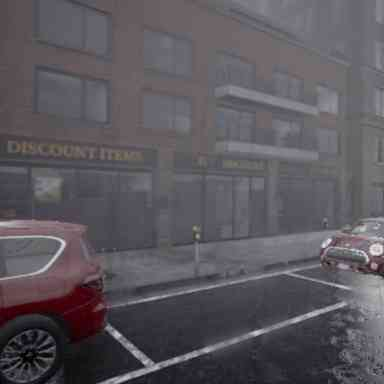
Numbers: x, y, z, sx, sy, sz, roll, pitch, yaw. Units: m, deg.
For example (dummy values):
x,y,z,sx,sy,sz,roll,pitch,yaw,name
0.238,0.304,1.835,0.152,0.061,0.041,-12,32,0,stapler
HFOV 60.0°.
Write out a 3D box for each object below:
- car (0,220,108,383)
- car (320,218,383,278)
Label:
x,y,z,sx,sy,sz,roll,pitch,yaw,name
-3.461,1.308,3.720,5.009,1.841,2.192,1,0,-35,car
5.796,1.542,10.307,4.097,1.590,1.967,1,0,-35,car
